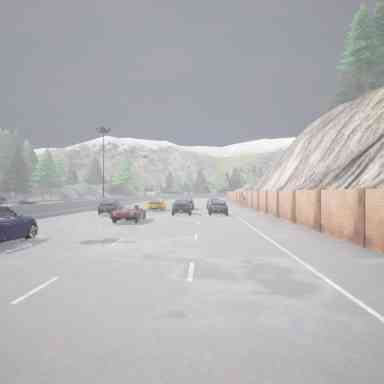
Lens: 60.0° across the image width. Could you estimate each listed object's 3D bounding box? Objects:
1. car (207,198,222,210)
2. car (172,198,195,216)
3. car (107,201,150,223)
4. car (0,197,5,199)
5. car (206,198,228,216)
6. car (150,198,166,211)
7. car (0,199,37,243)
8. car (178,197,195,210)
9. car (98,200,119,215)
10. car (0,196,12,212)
[{"bbox_3d":[2.834,1.525,43.227,1.812,1.442,4.674,0,0,2],"label":"car"},{"bbox_3d":[-0.970,1.505,33.034,1.837,1.490,4.892,0,0,1],"label":"car"},{"bbox_3d":[-4.702,1.600,25.322,1.895,1.301,4.718,0,0,2],"label":"car"},{"bbox_3d":[-18.528,1.547,35.244,2.033,1.411,5.357,0,0,2],"label":"car"},{"bbox_3d":[2.524,1.491,32.784,2.128,1.511,4.902,0,0,2],"label":"car"},{"bbox_3d":[-4.243,1.477,40.588,1.882,1.535,5.008,0,0,2],"label":"car"},{"bbox_3d":[-8.538,1.352,14.199,2.097,1.767,4.553,0,0,2],"label":"car"},{"bbox_3d":[-0.659,1.477,43.474,1.882,1.535,5.008,0,0,2],"label":"car"},{"bbox_3d":[-7.964,1.490,33.330,2.128,1.511,4.902,0,0,2],"label":"car"},{"bbox_3d":[-21.988,1.350,36.378,2.097,1.767,4.553,0,0,2],"label":"car"}]
